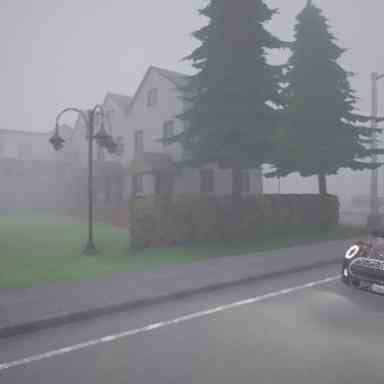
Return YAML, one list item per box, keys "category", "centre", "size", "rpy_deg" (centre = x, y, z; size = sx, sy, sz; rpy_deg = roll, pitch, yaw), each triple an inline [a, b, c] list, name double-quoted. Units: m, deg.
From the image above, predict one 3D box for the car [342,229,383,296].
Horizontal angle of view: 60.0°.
- category: "car"
  centre: [5.592, 1.349, 7.913]
  size: [4.553, 1.767, 2.097]
  rpy_deg: [0, 0, -35]

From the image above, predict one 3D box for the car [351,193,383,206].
- category: "car"
  centre: [25.645, 1.071, 48.149]
  size: [1.932, 1.855, 4.605]
  rpy_deg: [0, 0, -36]

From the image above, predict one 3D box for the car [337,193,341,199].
- category: "car"
  centre: [30.500, 1.061, 73.606]
  size: [1.932, 1.855, 4.605]
  rpy_deg: [0, 0, -36]

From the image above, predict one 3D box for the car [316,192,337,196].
- category: "car"
  centre: [28.386, 1.042, 71.570]
  size: [1.905, 1.878, 3.866]
  rpy_deg: [0, 0, -36]
